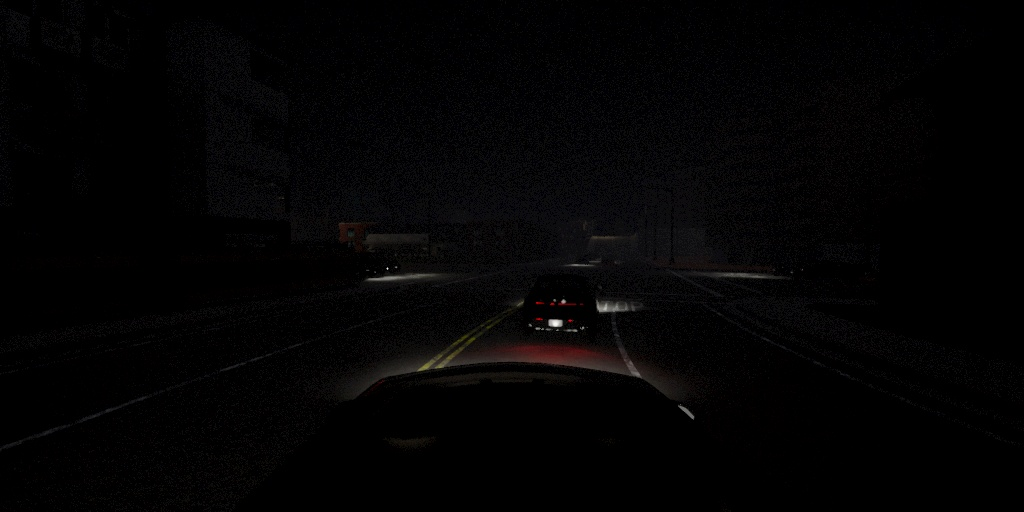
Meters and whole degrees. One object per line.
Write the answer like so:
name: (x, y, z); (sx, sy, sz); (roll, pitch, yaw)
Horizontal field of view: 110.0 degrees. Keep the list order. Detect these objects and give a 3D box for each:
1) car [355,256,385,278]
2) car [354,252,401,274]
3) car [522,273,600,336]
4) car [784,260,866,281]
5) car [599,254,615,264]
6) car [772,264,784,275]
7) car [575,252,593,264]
car: (-13.614, 1.037, 30.381); (4.892, 1.490, 1.837); (1, 2, 18)
car: (-13.321, 0.667, 33.954); (5.566, 2.045, 2.150); (0, 1, 18)
car: (1.534, 1.246, 10.503); (1.837, 1.490, 4.892); (0, 1, 13)
car: (26.181, 1.163, 29.815); (4.902, 1.511, 2.128); (1, 2, 16)
car: (14.920, 0.504, 55.453); (1.895, 1.301, 4.718); (0, 1, 17)
car: (27.086, 1.080, 33.196); (4.902, 1.511, 2.128); (1, 2, 16)
car: (10.597, 0.491, 53.920); (2.033, 1.411, 5.357); (0, 1, 17)
